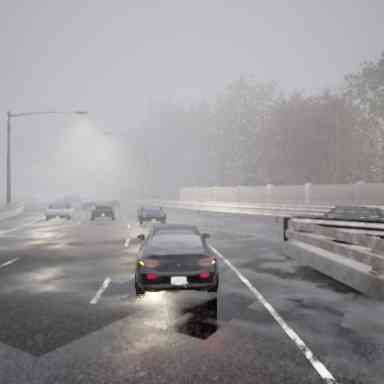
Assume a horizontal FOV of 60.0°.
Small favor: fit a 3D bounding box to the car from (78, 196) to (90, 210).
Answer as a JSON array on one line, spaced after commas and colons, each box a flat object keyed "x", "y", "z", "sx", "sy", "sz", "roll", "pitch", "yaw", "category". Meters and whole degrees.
[{"x": -14.213, "y": 1.638, "z": 45.995, "sx": 1.812, "sy": 1.442, "sz": 4.674, "roll": 0, "pitch": 0, "yaw": -25, "category": "car"}]

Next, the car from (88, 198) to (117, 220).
[{"x": -7.697, "y": 1.575, "z": 28.683, "sx": 1.837, "sy": 1.490, "sz": 4.892, "roll": 0, "pitch": 0, "yaw": -15, "category": "car"}]

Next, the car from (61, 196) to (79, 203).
[{"x": -26.272, "y": 1.556, "z": 71.501, "sx": 2.128, "sy": 1.511, "sz": 4.902, "roll": 0, "pitch": 0, "yaw": -42, "category": "car"}]

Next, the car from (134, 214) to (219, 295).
[{"x": -0.455, "y": 1.547, "z": 8.696, "sx": 1.812, "sy": 1.442, "sz": 4.674, "roll": 0, "pitch": 0, "yaw": -5, "category": "car"}]

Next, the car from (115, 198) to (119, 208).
[{"x": -12.313, "y": 1.626, "z": 50.006, "sx": 1.837, "sy": 1.490, "sz": 4.892, "roll": 0, "pitch": 0, "yaw": -27, "category": "car"}]

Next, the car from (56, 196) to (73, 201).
[{"x": -17.852, "y": 1.676, "z": 45.496, "sx": 1.994, "sy": 1.385, "sz": 4.181, "roll": 0, "pitch": 0, "yaw": -25, "category": "car"}]

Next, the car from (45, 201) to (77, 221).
[{"x": -11.188, "y": 1.671, "z": 28.279, "sx": 1.895, "sy": 1.301, "sz": 4.718, "roll": 0, "pitch": 0, "yaw": -16, "category": "car"}]

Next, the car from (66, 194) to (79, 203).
[{"x": -25.591, "y": 1.399, "z": 70.673, "sx": 2.150, "sy": 2.045, "sz": 5.566, "roll": 0, "pitch": 0, "yaw": -39, "category": "car"}]

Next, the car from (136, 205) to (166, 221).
[{"x": -3.206, "y": 1.662, "z": 25.297, "sx": 1.895, "sy": 1.301, "sz": 4.718, "roll": 0, "pitch": 0, "yaw": -13, "category": "car"}]

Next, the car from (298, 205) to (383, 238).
[{"x": 7.213, "y": 1.370, "z": 15.355, "sx": 2.097, "sy": 1.767, "sz": 4.553, "roll": 0, "pitch": 0, "yaw": -38, "category": "car"}]
